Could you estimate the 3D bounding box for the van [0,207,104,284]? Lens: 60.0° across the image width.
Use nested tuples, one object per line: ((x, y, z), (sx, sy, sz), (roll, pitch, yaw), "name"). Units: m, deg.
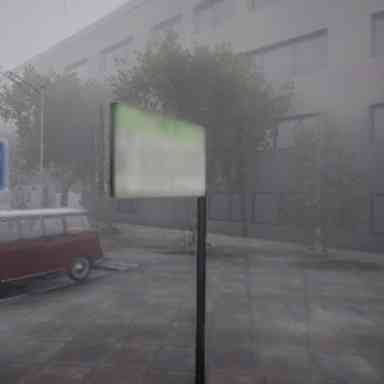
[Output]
((-4.314, 1.428, 8.505), (1.878, 1.987, 4.442), (-3, -2, 35), "van")
